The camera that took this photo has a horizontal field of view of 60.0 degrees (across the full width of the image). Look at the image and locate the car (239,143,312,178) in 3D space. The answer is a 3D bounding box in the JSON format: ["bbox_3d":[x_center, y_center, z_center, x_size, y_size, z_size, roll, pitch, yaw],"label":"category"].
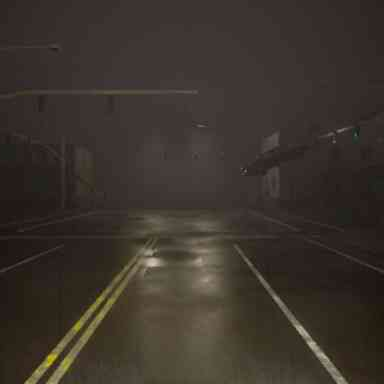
[{"bbox_3d":[5.945,-2.464,24.288,5.357,1.411,2.033,-24,5,-3],"label":"car"}]
